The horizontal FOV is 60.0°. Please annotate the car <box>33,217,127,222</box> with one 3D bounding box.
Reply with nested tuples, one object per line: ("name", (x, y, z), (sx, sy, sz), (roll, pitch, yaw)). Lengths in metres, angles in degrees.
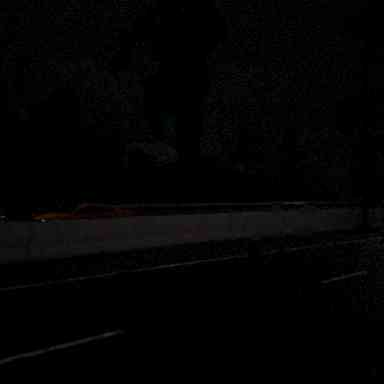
("car", (-5.462, 1.329, 17.151), (5.008, 1.535, 1.882), (0, 0, -34))
